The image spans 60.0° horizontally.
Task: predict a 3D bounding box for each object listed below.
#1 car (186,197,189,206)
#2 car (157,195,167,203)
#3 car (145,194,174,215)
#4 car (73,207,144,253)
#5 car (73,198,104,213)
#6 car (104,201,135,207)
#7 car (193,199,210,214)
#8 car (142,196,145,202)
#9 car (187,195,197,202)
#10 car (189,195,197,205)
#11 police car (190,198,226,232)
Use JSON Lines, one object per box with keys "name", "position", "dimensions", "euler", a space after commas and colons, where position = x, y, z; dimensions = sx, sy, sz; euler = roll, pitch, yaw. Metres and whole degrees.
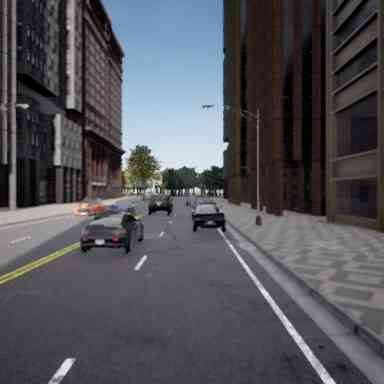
{"name": "car", "position": [0.000, 1.606, 55.021], "dimensions": [1.994, 1.385, 4.181], "euler": [0, 0, 0]}
{"name": "car", "position": [-6.501, 1.482, 72.045], "dimensions": [1.837, 1.490, 4.892], "euler": [0, 0, 0]}
{"name": "car", "position": [-3.151, 1.249, 34.267], "dimensions": [2.150, 2.045, 5.566], "euler": [0, 0, 0]}
{"name": "car", "position": [-3.137, 1.537, 13.641], "dimensions": [1.812, 1.442, 4.674], "euler": [0, 0, 0]}
{"name": "car", "position": [-9.845, 1.378, 32.327], "dimensions": [2.097, 1.767, 4.553], "euler": [0, 0, 0]}
{"name": "car", "position": [-6.596, 1.551, 31.615], "dimensions": [1.812, 1.442, 4.674], "euler": [0, 0, 0]}
{"name": "car", "position": [0.975, 1.555, 36.398], "dimensions": [1.812, 1.442, 4.674], "euler": [0, 0, 0]}
{"name": "car", "position": [-9.751, 1.437, 72.876], "dimensions": [1.812, 1.442, 4.674], "euler": [0, 0, 0]}
{"name": "car", "position": [-0.001, 1.460, 72.293], "dimensions": [2.033, 1.411, 5.357], "euler": [0, 0, 0]}
{"name": "car", "position": [0.974, 1.376, 30.368], "dimensions": [2.097, 1.767, 4.553], "euler": [0, 0, 0]}
{"name": "police car", "position": [0.974, 1.442, 20.508], "dimensions": [1.930, 1.638, 5.238], "euler": [0, 0, 0]}
